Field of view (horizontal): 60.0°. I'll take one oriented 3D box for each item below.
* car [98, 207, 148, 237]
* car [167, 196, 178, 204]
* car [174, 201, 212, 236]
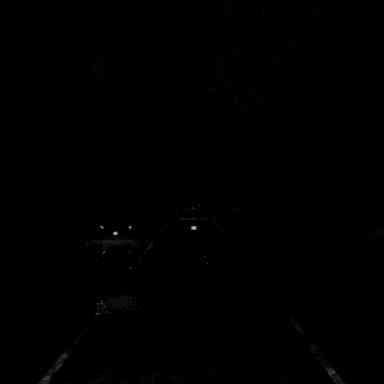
[{"bbox_3d":[-3.605,1.565,18.328,2.033,1.411,5.357,0,0,0],"label":"car"},{"bbox_3d":[-3.514,1.561,61.717,1.812,1.442,4.674,0,0,0],"label":"car"},{"bbox_3d":[0.097,1.509,18.410,2.128,1.511,4.902,0,0,0],"label":"car"}]
